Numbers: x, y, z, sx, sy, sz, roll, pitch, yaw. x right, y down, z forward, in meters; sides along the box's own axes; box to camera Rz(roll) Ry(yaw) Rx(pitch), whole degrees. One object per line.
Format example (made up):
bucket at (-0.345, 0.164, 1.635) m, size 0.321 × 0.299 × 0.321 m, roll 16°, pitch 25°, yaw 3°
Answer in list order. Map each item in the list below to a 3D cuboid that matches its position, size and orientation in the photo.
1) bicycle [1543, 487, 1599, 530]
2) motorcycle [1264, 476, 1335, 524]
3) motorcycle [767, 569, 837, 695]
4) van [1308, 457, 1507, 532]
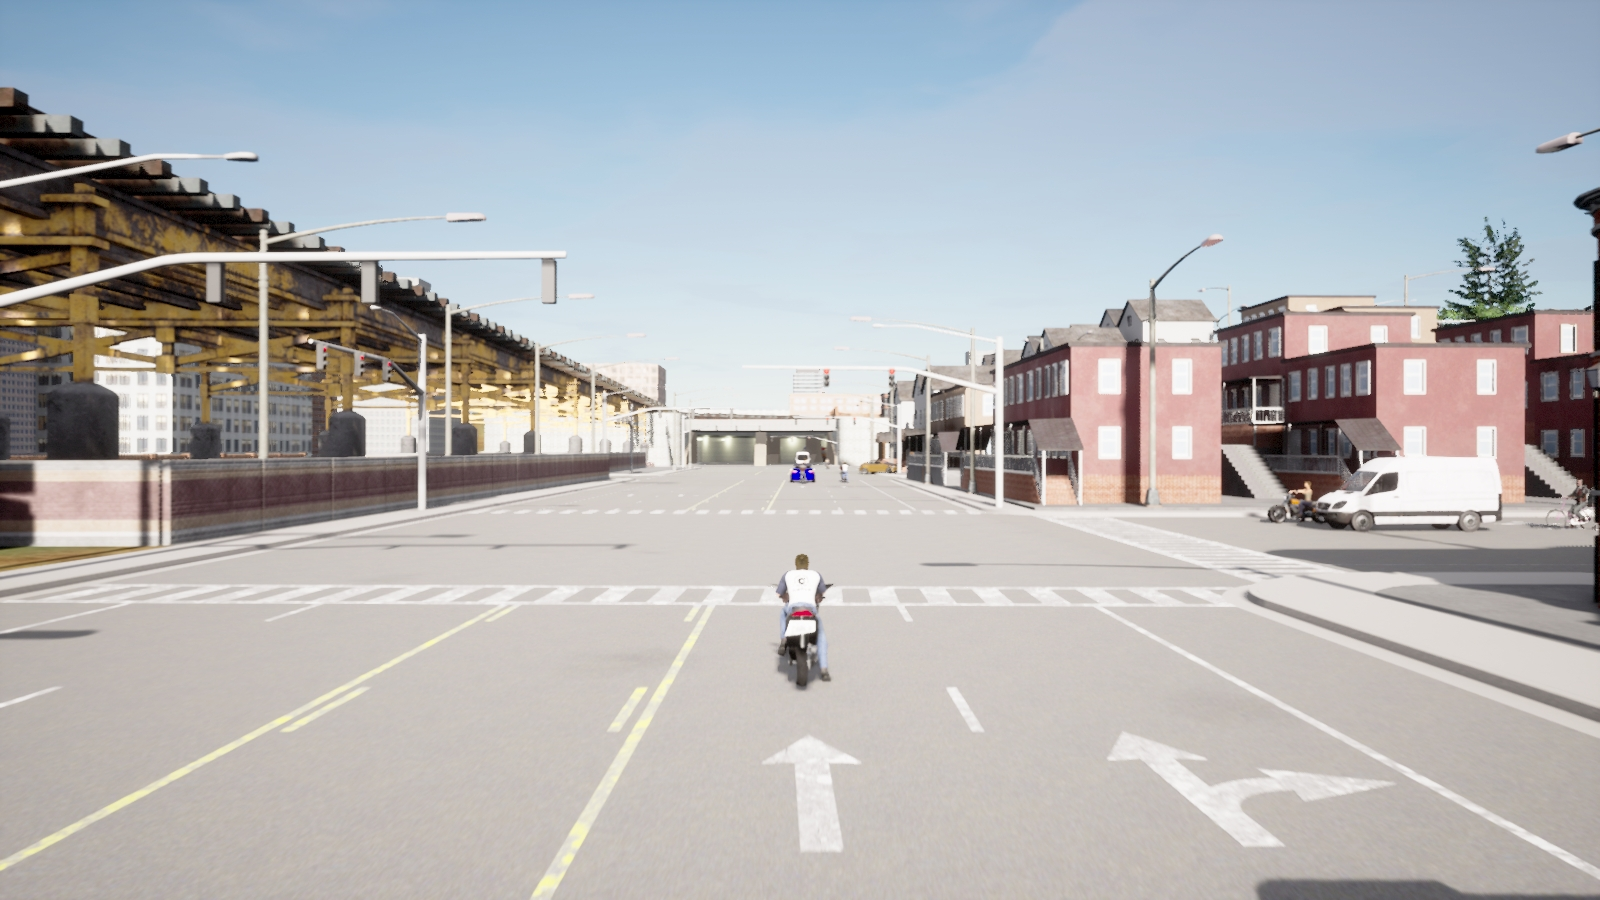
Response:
bicycle at (27.032, 2.045, 39.964) m, size 1.835 × 1.496 × 0.329 m, roll 0°, pitch 0°, yaw 0°
motorcycle at (18.987, 1.906, 43.488) m, size 2.356 × 1.802 × 0.764 m, roll 0°, pitch 0°, yaw 0°
motorcycle at (0.026, 2.173, 14.031) m, size 0.803 × 1.224 × 2.033 m, roll 0°, pitch 0°, yaw 0°
van at (21.169, 1.534, 39.980) m, size 5.915 × 2.561 × 1.988 m, roll 0°, pitch 0°, yaw 0°
